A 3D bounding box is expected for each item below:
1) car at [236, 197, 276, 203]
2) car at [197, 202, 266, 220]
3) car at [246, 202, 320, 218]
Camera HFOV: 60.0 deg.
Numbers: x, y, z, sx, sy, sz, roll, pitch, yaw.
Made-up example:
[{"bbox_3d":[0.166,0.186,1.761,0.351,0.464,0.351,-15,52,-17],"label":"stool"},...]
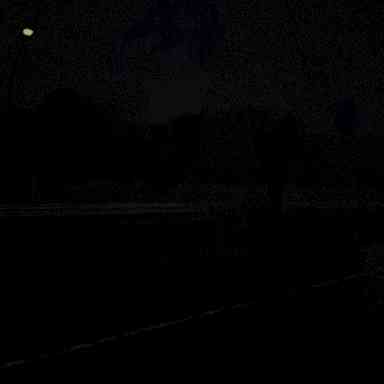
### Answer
[{"bbox_3d":[5.030,1.414,28.791,5.566,2.045,2.150,1,-1,-34],"label":"car"},{"bbox_3d":[2.602,1.644,22.893,4.892,1.490,1.837,1,0,-34],"label":"car"},{"bbox_3d":[6.039,1.634,21.005,5.008,1.535,1.882,1,0,-34],"label":"car"}]
